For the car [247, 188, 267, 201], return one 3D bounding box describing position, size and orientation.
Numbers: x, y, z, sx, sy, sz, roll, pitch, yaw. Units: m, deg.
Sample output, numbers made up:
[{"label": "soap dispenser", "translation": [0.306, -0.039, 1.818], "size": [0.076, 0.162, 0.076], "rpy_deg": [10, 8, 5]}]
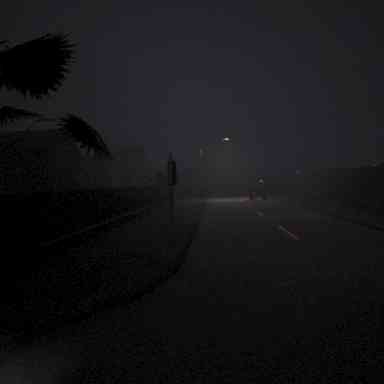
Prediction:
[{"label": "car", "translation": [7.921, 0.237, 40.460], "size": [1.837, 1.490, 4.892], "rpy_deg": [-1, 2, 4]}]
